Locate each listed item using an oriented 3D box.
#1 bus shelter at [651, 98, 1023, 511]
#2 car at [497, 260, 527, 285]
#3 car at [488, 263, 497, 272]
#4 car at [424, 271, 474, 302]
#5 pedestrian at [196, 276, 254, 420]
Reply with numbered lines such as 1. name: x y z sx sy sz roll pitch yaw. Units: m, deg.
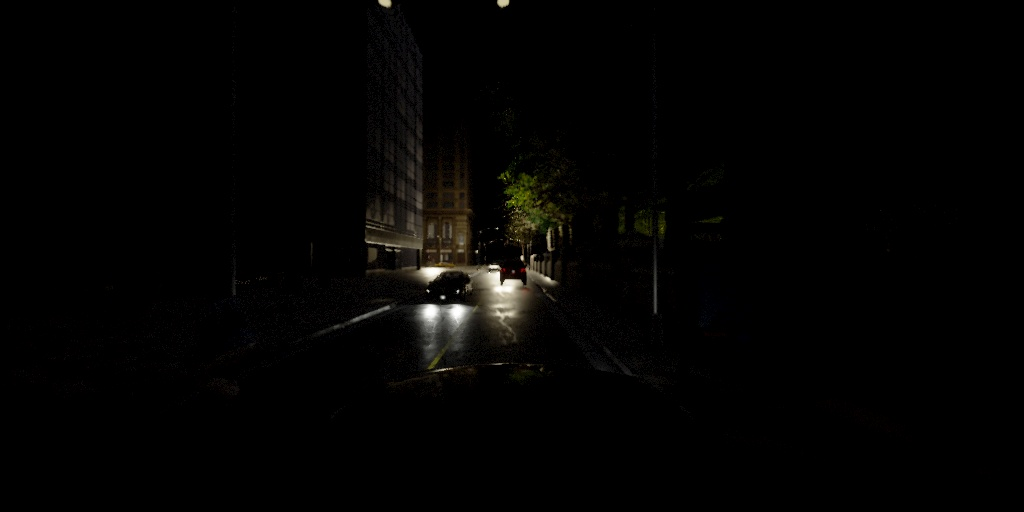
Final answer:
1. bus shelter: 3.136 0.650 3.601 1.920 2.740 3.880 0 0 0
2. car: 0.101 1.329 30.113 2.150 2.045 5.566 0 -1 0
3. car: -3.047 2.008 61.892 1.812 1.442 4.674 0 -1 0
4. car: -3.097 1.513 18.739 2.033 1.411 5.357 0 -1 0
5. pedestrian: -3.500 1.079 4.400 0.375 1.860 0.375 0 -1 -15
